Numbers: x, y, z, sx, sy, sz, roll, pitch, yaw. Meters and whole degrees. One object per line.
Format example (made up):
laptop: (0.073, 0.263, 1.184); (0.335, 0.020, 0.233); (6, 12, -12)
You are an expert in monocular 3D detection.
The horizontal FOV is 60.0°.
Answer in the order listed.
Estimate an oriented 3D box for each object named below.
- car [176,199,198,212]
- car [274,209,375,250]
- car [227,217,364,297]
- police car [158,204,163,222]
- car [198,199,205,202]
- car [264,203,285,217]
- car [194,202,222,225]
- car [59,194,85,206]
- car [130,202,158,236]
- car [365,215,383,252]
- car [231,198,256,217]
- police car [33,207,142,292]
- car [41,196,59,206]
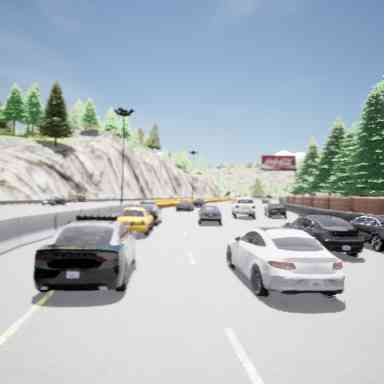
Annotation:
car: (-0.891, 1.885, 44.324); (1.994, 1.385, 4.181); (1, 0, 9)
car: (5.282, 1.743, 14.159); (1.837, 1.490, 4.892); (1, 0, -4)
car: (2.210, 1.648, 8.838); (1.812, 1.442, 4.674); (1, 0, -6)
police car: (-3.277, 1.537, 24.645); (1.930, 1.638, 5.238); (1, 0, 0)
car: (1.341, 1.979, 57.184); (1.837, 1.490, 4.892); (1, 0, 12)
car: (8.968, 2.000, 35.985); (1.837, 1.490, 4.892); (1, 0, 5)
car: (1.452, 1.791, 26.964); (2.033, 1.411, 5.357); (1, 0, 1)
car: (-17.644, 1.078, 50.567); (1.837, 1.490, 4.892); (1, 0, 9)
car: (-3.198, 1.525, 18.883); (1.801, 1.575, 5.366); (1, 0, -2)
car: (8.687, 1.824, 15.676); (2.128, 1.511, 4.902); (1, 0, -4)
car: (5.320, 1.618, 34.556); (2.150, 2.045, 5.566); (1, 0, 4)
police car: (-2.573, 1.434, 9.087); (1.930, 1.638, 5.238); (1, 0, -5)
car: (-21.111, 1.405, 51.105); (2.128, 1.511, 4.902); (1, 0, 9)
